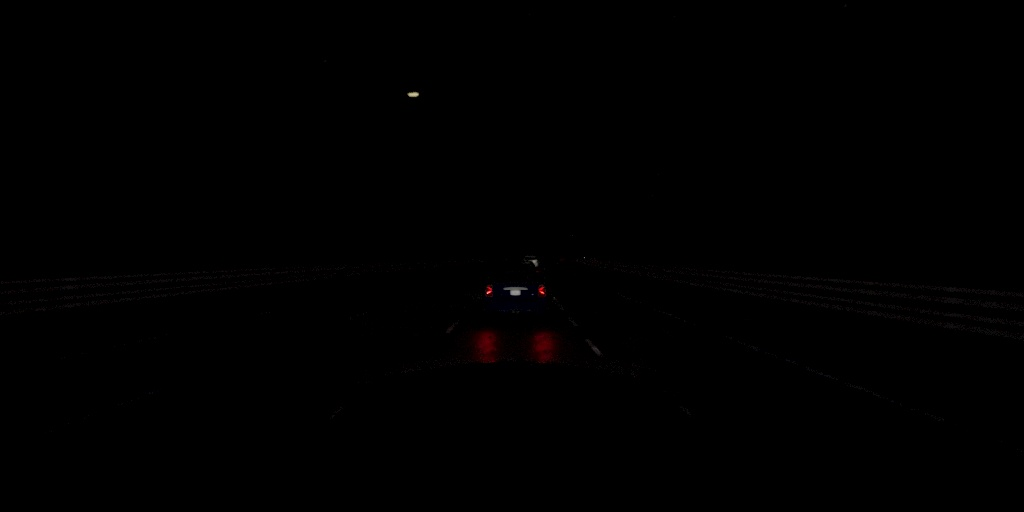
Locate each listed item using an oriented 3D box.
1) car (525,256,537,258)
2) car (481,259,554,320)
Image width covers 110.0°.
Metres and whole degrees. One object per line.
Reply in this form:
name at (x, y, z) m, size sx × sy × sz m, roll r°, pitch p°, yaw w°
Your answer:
car at (2.831, 1.011, 52.469) m, size 2.150 × 2.045 × 5.566 m, roll 0°, pitch -1°, yaw 6°
car at (0.157, 1.105, 12.744) m, size 2.097 × 1.767 × 4.553 m, roll 0°, pitch 0°, yaw 1°
